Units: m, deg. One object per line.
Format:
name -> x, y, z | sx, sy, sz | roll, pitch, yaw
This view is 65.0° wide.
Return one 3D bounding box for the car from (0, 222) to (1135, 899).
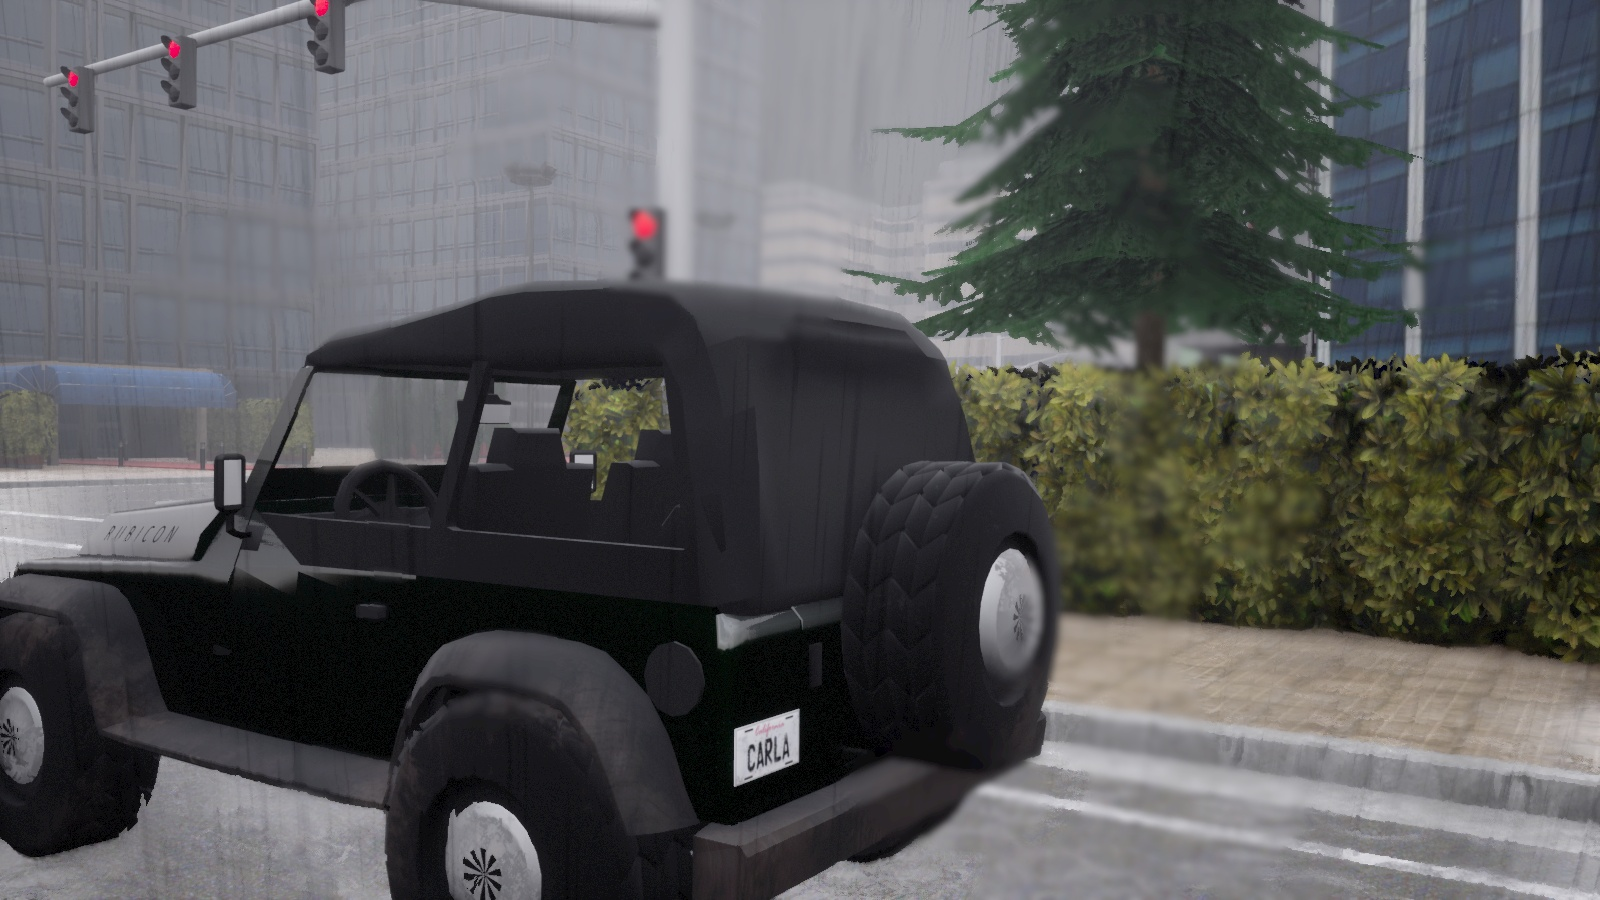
car -> -1.061, 0.478, 4.325 | 3.866, 1.878, 1.905 | 0, 1, 34
